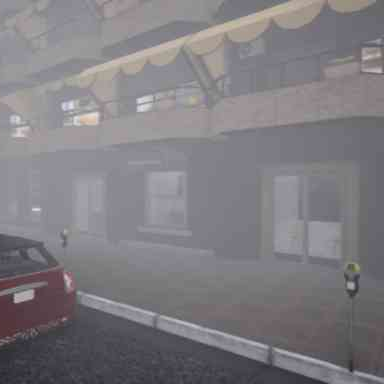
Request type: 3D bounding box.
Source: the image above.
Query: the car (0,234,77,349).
[{"bbox_3d":[-3.827,1.417,5.593,4.097,1.590,1.967,0,0,35],"label":"car"}]
